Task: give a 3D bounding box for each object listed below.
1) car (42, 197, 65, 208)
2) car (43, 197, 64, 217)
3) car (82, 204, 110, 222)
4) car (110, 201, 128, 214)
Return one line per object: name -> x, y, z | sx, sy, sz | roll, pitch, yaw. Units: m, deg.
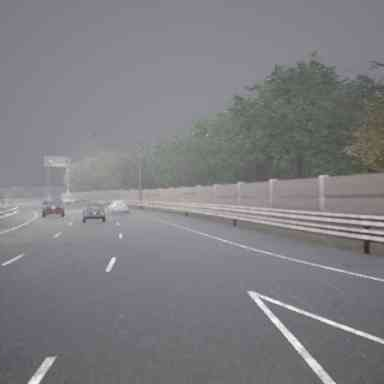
car -> -25.304, 1.872, 60.693 | 2.150, 2.045, 5.566 | -1, 0, -40
car -> -15.053, 1.722, 36.162 | 2.097, 1.767, 4.553 | -1, 0, -22
car -> -8.576, 1.796, 28.971 | 2.033, 1.411, 5.357 | -1, 0, -18
car -> -8.761, 1.822, 39.362 | 1.812, 1.442, 4.674 | -1, 0, -23
